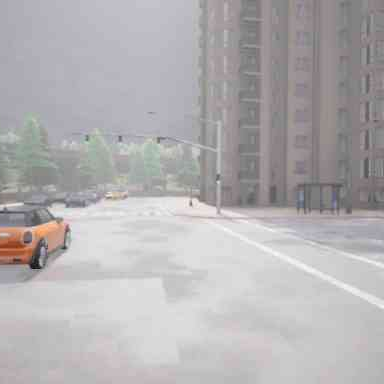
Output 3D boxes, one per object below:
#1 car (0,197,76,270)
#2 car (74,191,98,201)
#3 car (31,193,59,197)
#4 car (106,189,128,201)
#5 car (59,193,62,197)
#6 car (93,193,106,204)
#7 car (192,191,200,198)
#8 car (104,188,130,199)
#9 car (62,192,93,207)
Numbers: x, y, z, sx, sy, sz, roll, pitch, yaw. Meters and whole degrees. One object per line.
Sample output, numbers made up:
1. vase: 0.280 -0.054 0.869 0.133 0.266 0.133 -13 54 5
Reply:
1. car: -5.327 1.209 10.542 2.097 1.767 4.553 1 1 -8
2. car: -17.510 0.686 55.154 1.882 1.535 5.008 1 1 8
3. car: -16.182 0.997 35.309 2.033 1.411 5.357 0 1 -8
4. car: -13.402 0.690 57.934 1.882 1.535 5.008 1 1 12
5. car: -17.430 0.805 44.897 1.882 1.535 5.008 0 1 -7
6. car: -14.198 0.874 47.479 2.033 1.411 5.357 0 1 -4
7. car: 1.799 0.511 74.407 4.553 1.767 2.097 0 1 -32
8. car: -14.630 0.340 65.094 2.150 2.045 5.566 1 1 22
9. car: -13.010 0.798 38.020 2.097 1.767 4.553 0 1 -9
